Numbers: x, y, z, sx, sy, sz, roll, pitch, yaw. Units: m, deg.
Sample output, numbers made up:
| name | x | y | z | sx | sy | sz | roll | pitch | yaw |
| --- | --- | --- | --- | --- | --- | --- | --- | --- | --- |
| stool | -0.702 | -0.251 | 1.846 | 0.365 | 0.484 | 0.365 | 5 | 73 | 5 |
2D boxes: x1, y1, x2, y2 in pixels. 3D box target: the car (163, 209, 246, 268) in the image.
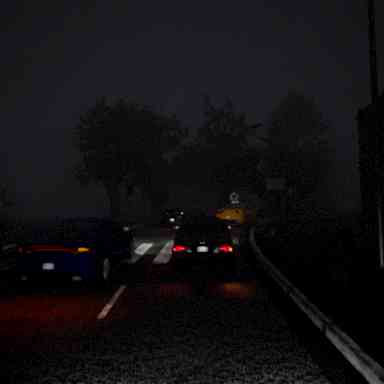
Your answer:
| name | x | y | z | sx | sy | sz | roll | pitch | yaw |
| --- | --- | --- | --- | --- | --- | --- | --- | --- | --- |
| car | 0.365 | 1.510 | 11.081 | 2.033 | 1.411 | 5.357 | 0 | 0 | 2 |

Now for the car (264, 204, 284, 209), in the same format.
| name | x | y | z | sx | sy | sz | roll | pitch | yaw |
| --- | --- | --- | --- | --- | --- | --- | --- | --- | --- |
| car | 19.044 | 3.585 | 77.967 | 4.892 | 1.490 | 1.837 | -3 | -5 | 41 |

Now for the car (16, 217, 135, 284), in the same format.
| name | x | y | z | sx | sy | sz | roll | pitch | yaw |
| --- | --- | --- | --- | --- | --- | --- | --- | --- | --- |
| car | -2.980 | 1.456 | 9.578 | 1.882 | 1.535 | 5.008 | 0 | -1 | 2 |

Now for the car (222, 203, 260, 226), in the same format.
| name | x | y | z | sx | sy | sz | roll | pitch | yaw |
| --- | --- | --- | --- | --- | --- | --- | --- | --- | --- |
| car | 3.352 | 1.527 | 23.313 | 1.882 | 1.535 | 5.008 | -2 | -3 | 25 |

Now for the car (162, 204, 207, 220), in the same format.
| name | x | y | z | sx | sy | sz | roll | pitch | yaw |
| --- | --- | --- | --- | --- | --- | --- | --- | --- | --- |
| car | -0.424 | 1.588 | 23.137 | 1.837 | 1.490 | 4.892 | -2 | -3 | 20 |
